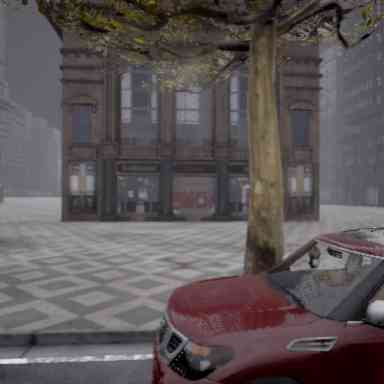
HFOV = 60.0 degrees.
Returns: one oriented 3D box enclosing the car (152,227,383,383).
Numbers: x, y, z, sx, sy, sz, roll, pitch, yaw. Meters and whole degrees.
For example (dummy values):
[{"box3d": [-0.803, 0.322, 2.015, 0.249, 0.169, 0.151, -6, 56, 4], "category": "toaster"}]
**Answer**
[{"box3d": [2.126, 1.350, 3.571, 5.009, 1.841, 2.192, 0, 0, -5], "category": "car"}]
